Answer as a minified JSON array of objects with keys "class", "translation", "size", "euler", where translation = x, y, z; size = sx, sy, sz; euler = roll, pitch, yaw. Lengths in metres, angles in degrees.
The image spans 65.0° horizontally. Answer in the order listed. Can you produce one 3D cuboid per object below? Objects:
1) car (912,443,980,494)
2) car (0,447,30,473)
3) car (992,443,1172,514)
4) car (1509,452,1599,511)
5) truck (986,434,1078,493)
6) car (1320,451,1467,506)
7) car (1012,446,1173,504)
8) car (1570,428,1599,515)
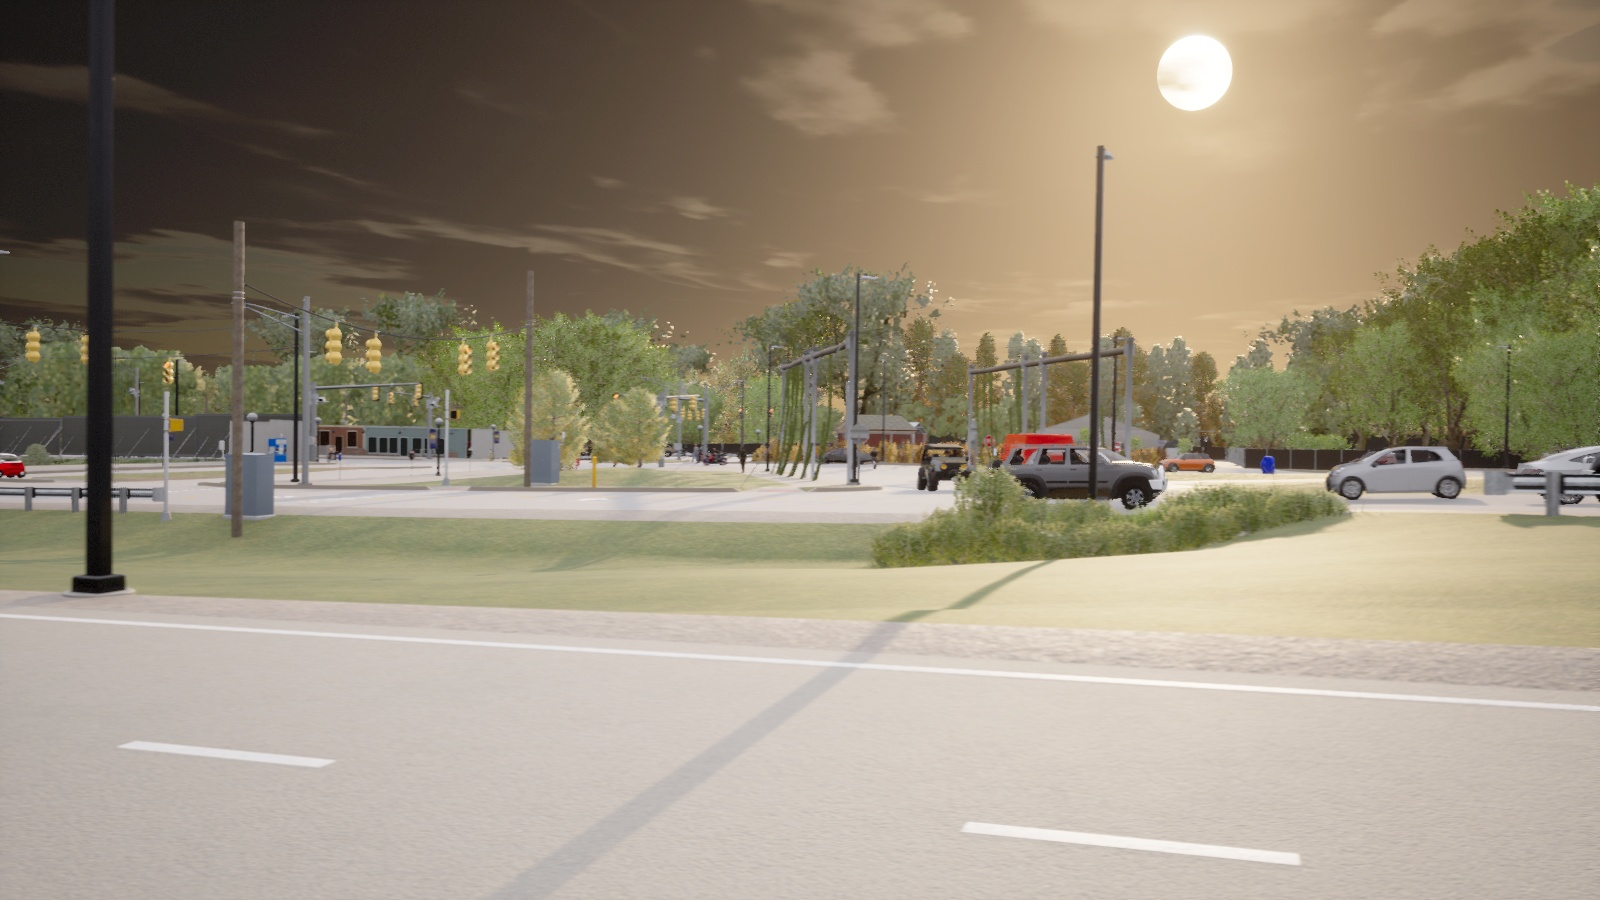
[{"class":"car","translation":[5.720,0.730,49.595],"size":[1.905,1.878,3.866],"euler":[1,-1,-4]},{"class":"car","translation":[-43.303,0.529,68.065],"size":[1.481,1.376,2.207],"euler":[0,0,18]},{"class":"car","translation":[7.680,0.746,34.101],"size":[4.605,1.855,1.932],"euler":[0,0,18]},{"class":"car","translation":[20.578,0.771,31.430],"size":[4.674,1.442,1.812],"euler":[-1,0,20]},{"class":"truck","translation":[10.310,0.616,56.276],"size":[2.627,2.467,5.204],"euler":[1,-1,-6]},{"class":"car","translation":[17.027,0.811,36.197],"size":[3.633,1.501,1.845],"euler":[-1,0,19]},{"class":"car","translation":[8.998,0.719,38.959],"size":[2.242,1.667,4.611],"euler":[-1,1,-32]},{"class":"car","translation":[18.464,0.436,25.552],"size":[1.932,1.855,4.605],"euler":[1,-2,-19]}]
